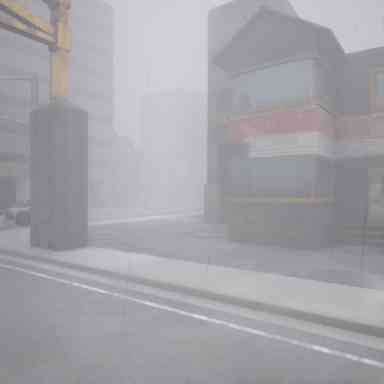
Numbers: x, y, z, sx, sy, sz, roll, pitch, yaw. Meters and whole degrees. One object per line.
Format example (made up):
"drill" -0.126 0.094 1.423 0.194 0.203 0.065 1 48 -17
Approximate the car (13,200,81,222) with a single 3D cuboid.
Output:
"car" -9.753 1.240 22.816 1.853 1.218 4.536 0 0 15

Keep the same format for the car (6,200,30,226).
"car" -9.766 1.398 22.767 2.038 1.542 4.974 0 0 15

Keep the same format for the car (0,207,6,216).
"car" -12.924 1.234 25.466 4.536 1.218 1.853 0 0 -30
